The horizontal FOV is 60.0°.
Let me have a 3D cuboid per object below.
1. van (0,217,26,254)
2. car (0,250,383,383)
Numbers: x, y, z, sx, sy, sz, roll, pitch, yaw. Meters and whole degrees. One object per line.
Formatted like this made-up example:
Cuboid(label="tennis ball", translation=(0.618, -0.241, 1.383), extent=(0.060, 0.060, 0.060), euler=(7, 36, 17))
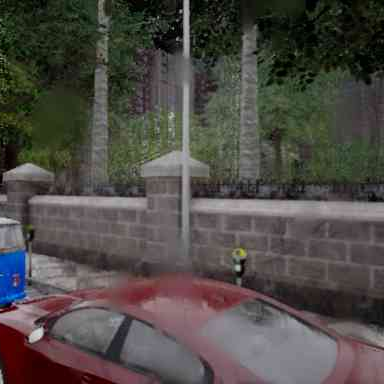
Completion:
Cuboid(label="van", translation=(-4.880, 1.294, 6.442), extent=(3.998, 1.788, 1.690), euler=(0, 0, 35))
Cuboid(label="car", translation=(-0.384, 1.533, 3.236), extent=(4.507, 1.381, 1.887), euler=(0, 0, 35))
